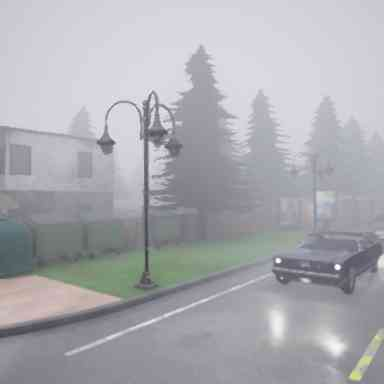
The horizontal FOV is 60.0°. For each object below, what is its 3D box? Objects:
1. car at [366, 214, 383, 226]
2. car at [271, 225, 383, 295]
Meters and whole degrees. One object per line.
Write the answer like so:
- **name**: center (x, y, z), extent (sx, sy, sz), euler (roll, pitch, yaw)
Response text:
- **car**: center (10.556, 1.897, 17.620), extent (2.128, 1.511, 4.902), euler (-2, -2, 39)
- **car**: center (4.108, 1.844, 9.689), extent (1.895, 1.301, 4.718), euler (-2, -2, 39)
